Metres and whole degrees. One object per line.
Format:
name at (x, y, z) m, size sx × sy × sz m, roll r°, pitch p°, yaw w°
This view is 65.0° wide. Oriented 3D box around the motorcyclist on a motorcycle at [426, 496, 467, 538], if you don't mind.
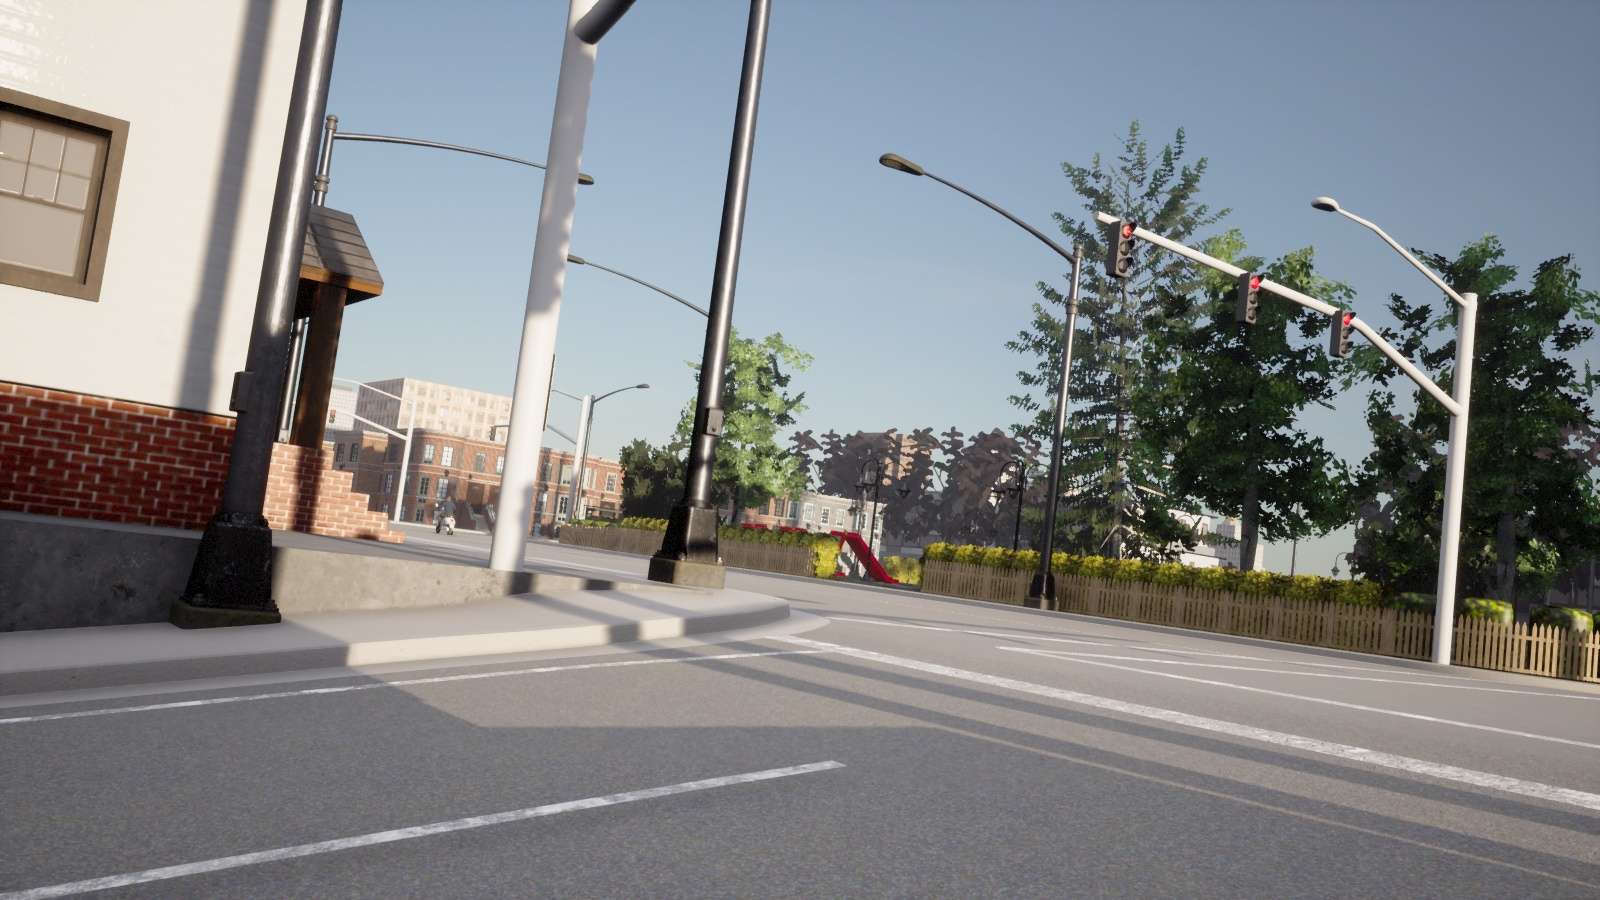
motorcyclist on a motorcycle at (-14.750, 2.788, 52.390) m, size 0.866 × 1.590 × 1.817 m, roll 10°, pitch -6°, yaw -35°
